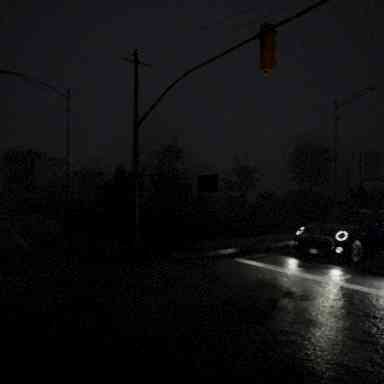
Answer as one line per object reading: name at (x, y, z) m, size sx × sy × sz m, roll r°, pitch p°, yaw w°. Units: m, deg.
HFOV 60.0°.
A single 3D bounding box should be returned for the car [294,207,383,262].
car at (5.935, 1.431, 12.530) m, size 4.553 × 1.767 × 2.097 m, roll 0°, pitch 0°, yaw -35°
